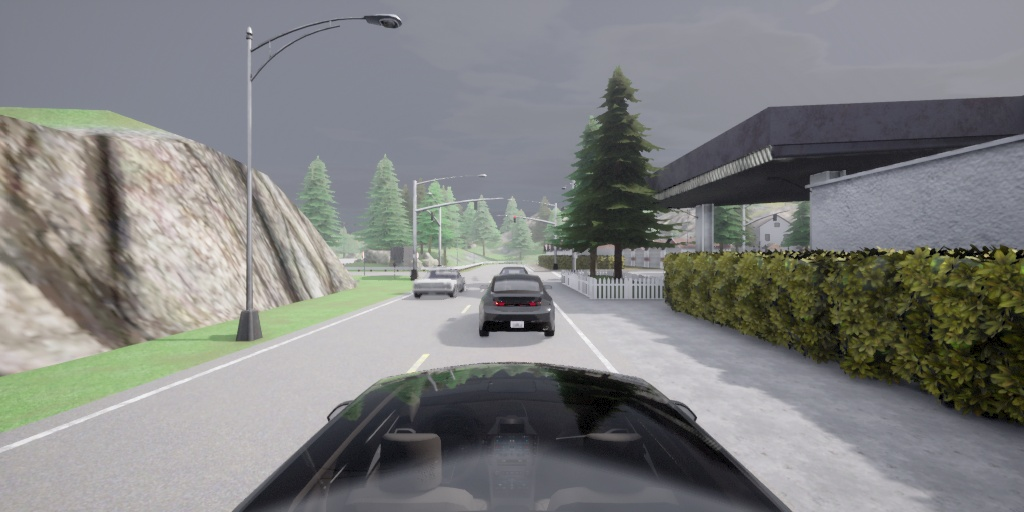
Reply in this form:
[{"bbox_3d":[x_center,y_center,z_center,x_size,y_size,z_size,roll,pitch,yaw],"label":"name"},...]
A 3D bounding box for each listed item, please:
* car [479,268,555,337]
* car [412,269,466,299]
[{"bbox_3d":[0.119,1.255,10.288,1.837,1.490,4.892,0,0,0],"label":"car"},{"bbox_3d":[-3.527,1.351,18.074,1.895,1.301,4.718,0,0,1],"label":"car"}]
